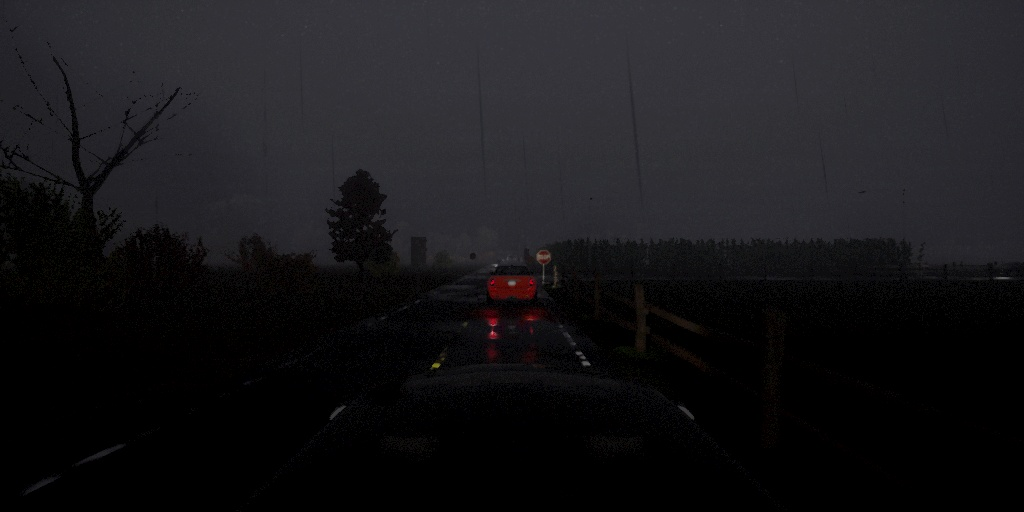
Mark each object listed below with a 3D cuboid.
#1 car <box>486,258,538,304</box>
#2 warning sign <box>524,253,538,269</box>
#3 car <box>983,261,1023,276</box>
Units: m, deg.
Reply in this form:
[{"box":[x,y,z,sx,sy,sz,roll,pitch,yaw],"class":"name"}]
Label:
[{"box":[0.000,1.107,16.469,2.097,1.767,4.553,0,0,0],"class":"car"},{"box":[2.450,0.809,46.883,1.300,1.860,1.060,0,0,0],"class":"warning sign"},{"box":[49.195,1.276,35.001,5.008,1.535,1.882,0,0,-1],"class":"car"}]
